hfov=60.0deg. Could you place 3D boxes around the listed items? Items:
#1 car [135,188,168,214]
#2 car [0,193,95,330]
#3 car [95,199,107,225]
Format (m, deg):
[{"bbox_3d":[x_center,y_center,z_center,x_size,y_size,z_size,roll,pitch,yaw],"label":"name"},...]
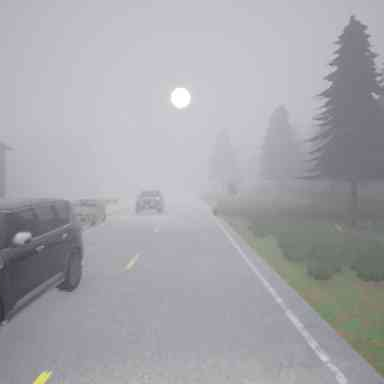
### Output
[{"bbox_3d":[-3.685,0.815,29.944,2.150,2.045,5.566,0,1,0],"label":"car"},{"bbox_3d":[-3.626,1.154,5.768,2.150,2.045,5.566,0,1,0],"label":"car"},{"bbox_3d":[-6.580,1.187,20.967,1.816,1.474,4.193,5,0,-3],"label":"car"}]
